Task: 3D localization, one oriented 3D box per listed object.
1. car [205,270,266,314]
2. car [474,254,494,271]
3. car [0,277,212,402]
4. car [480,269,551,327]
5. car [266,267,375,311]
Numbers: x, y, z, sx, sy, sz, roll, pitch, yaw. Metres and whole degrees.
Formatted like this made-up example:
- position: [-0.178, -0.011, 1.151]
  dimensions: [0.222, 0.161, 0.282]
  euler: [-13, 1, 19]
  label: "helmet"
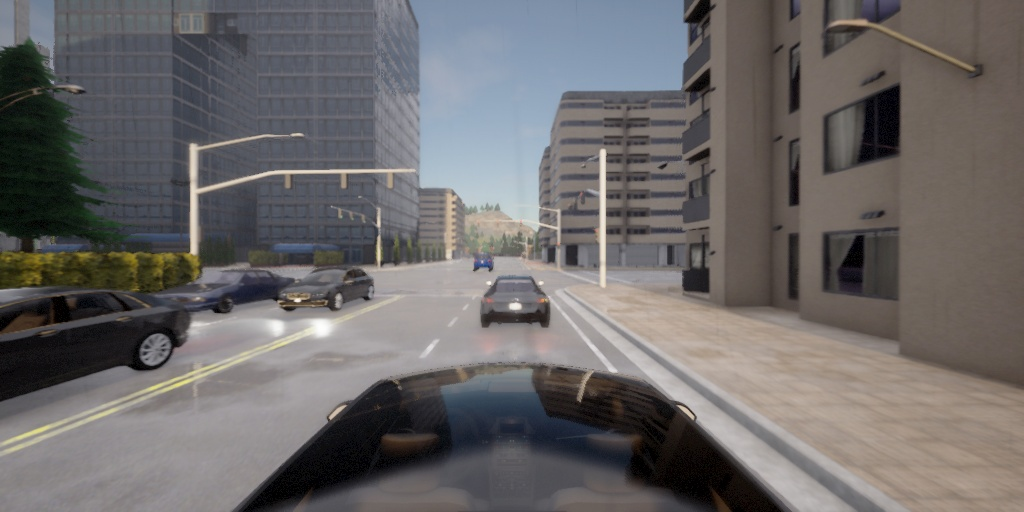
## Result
- position: [-10.506, 1.239, 13.732]
  dimensions: [2.033, 1.411, 5.357]
  euler: [0, 0, 0]
  label: "car"
- position: [-3.409, 0.765, 43.804]
  dimensions: [2.150, 2.045, 5.566]
  euler: [0, 0, 0]
  label: "car"
- position: [-7.080, 1.239, 4.840]
  dimensions: [1.837, 1.490, 4.892]
  euler: [0, 0, 0]
  label: "car"
- position: [0.097, 1.267, 11.279]
  dimensions: [1.994, 1.385, 4.181]
  euler: [0, 0, 0]
  label: "car"
- position: [-7.003, 1.194, 14.133]
  dimensions: [1.837, 1.490, 4.892]
  euler: [0, 0, 0]
  label: "car"
